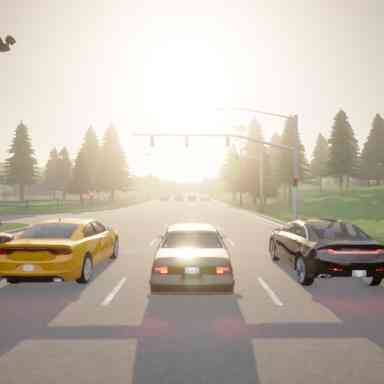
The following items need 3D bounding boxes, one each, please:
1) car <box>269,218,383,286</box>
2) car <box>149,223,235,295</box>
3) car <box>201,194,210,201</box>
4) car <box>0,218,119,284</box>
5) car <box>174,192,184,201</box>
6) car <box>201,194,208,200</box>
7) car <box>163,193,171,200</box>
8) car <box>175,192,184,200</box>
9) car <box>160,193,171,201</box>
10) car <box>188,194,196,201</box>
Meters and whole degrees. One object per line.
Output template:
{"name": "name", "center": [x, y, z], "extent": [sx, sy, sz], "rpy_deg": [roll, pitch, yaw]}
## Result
{"name": "car", "center": [3.512, 1.492, 9.393], "extent": [2.128, 1.511, 4.902], "rpy_deg": [0, 0, 0]}
{"name": "car", "center": [0.005, 1.547, 8.873], "extent": [2.033, 1.411, 5.357], "rpy_deg": [0, 0, 0]}
{"name": "car", "center": [3.503, 1.516, 83.975], "extent": [1.812, 1.442, 4.674], "rpy_deg": [0, 0, 0]}
{"name": "car", "center": [-3.487, 1.478, 9.627], "extent": [1.882, 1.535, 5.008], "rpy_deg": [0, 0, 1]}
{"name": "car", "center": [-3.497, 1.469, 83.559], "extent": [1.882, 1.535, 5.008], "rpy_deg": [0, 0, 0]}
{"name": "car", "center": [3.504, 1.356, 93.978], "extent": [1.812, 1.442, 4.674], "rpy_deg": [0, 0, 0]}
{"name": "car", "center": [-6.996, 1.187, 93.949], "extent": [2.097, 1.767, 4.553], "rpy_deg": [0, 0, 0]}
{"name": "car", "center": [-3.496, 1.057, 94.009], "extent": [2.150, 2.045, 5.566], "rpy_deg": [0, 0, 0]}
{"name": "car", "center": [-6.997, 1.492, 83.559], "extent": [1.837, 1.490, 4.892], "rpy_deg": [0, 0, 0]}
{"name": "car", "center": [0.003, 1.346, 83.912], "extent": [2.097, 1.767, 4.553], "rpy_deg": [0, 0, 0]}
